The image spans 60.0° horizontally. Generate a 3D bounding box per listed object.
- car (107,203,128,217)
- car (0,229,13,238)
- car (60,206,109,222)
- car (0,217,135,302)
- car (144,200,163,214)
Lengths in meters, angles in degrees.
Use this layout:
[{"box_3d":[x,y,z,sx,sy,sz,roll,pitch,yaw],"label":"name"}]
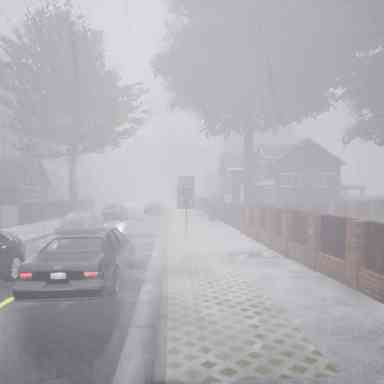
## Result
[{"box_3d":[-6.843,1.760,29.596,1.882,1.535,5.008,-1,0,-4],"label":"car"},{"box_3d":[-5.471,1.591,7.297,1.837,1.490,4.892,-1,0,-1],"label":"car"},{"box_3d":[-6.133,1.711,18.541,1.812,1.442,4.674,-1,0,-4],"label":"car"},{"box_3d":[-2.636,1.618,8.650,2.033,1.411,5.357,-1,0,-4],"label":"car"},{"box_3d":[-4.565,1.924,39.055,1.895,1.301,4.718,-1,0,-3],"label":"car"}]
